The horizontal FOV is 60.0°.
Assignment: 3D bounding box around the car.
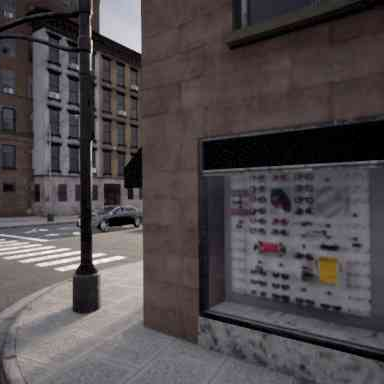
[{"bbox_3d":[-4.988,1.591,21.099,2.128,1.511,4.902,-1,-1,34],"label":"car"}]
